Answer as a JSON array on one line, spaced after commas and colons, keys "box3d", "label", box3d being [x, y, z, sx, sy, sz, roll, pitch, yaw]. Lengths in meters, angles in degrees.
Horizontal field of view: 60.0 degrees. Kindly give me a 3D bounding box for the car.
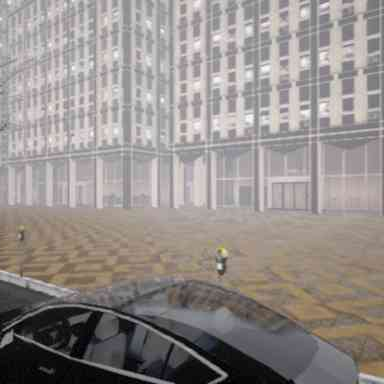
[{"box3d": [-0.665, 1.564, 3.349, 4.313, 1.339, 1.947, 0, 0, 35], "label": "car"}]
